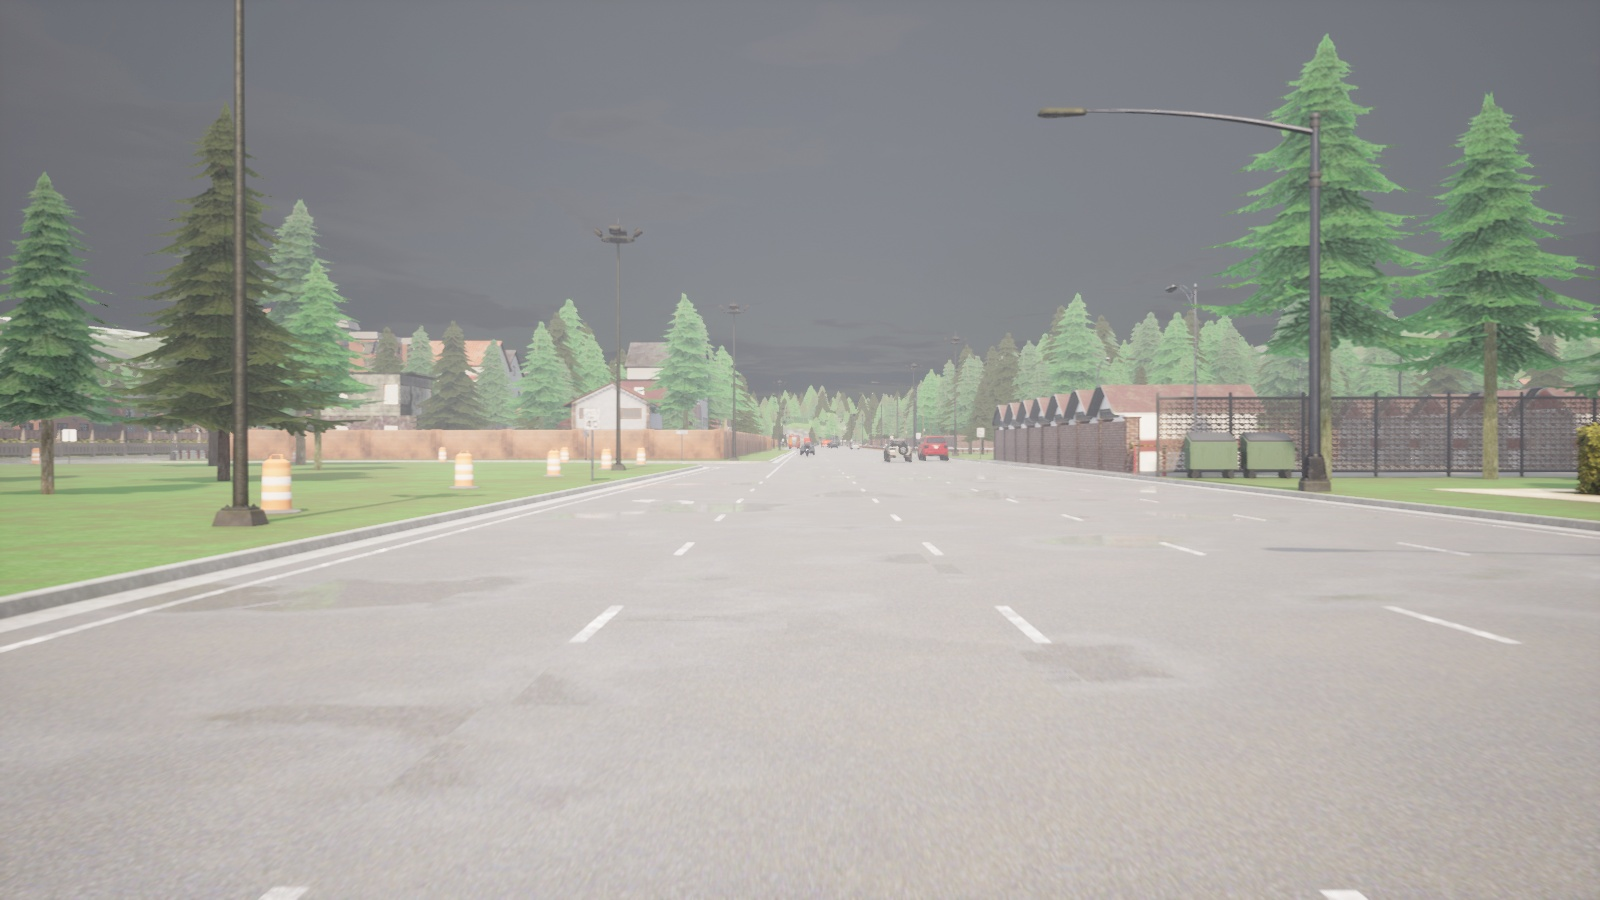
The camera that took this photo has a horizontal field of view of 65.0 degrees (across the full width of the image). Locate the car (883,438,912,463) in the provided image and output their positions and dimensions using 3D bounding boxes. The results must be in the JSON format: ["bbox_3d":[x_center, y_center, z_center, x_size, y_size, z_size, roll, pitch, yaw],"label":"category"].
[{"bbox_3d":[7.570,0.022,97.711,1.932,1.855,4.605,0,1,0],"label":"car"}]
